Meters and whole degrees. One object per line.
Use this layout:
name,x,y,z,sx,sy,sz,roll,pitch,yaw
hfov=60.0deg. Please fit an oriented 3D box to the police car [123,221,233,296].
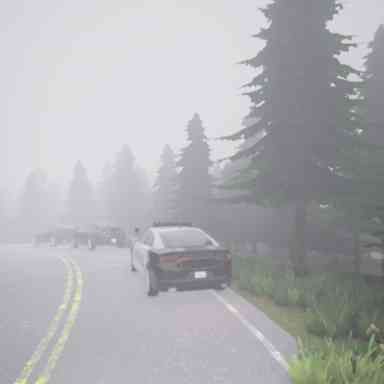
police car,-0.598,1.640,9.422,1.930,1.638,5.238,0,-3,-18

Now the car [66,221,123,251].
car,-5.397,2.448,18.952,1.837,1.490,4.892,1,-6,-36

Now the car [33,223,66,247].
car,-9.651,3.031,23.826,5.008,1.535,1.882,-7,-6,43
